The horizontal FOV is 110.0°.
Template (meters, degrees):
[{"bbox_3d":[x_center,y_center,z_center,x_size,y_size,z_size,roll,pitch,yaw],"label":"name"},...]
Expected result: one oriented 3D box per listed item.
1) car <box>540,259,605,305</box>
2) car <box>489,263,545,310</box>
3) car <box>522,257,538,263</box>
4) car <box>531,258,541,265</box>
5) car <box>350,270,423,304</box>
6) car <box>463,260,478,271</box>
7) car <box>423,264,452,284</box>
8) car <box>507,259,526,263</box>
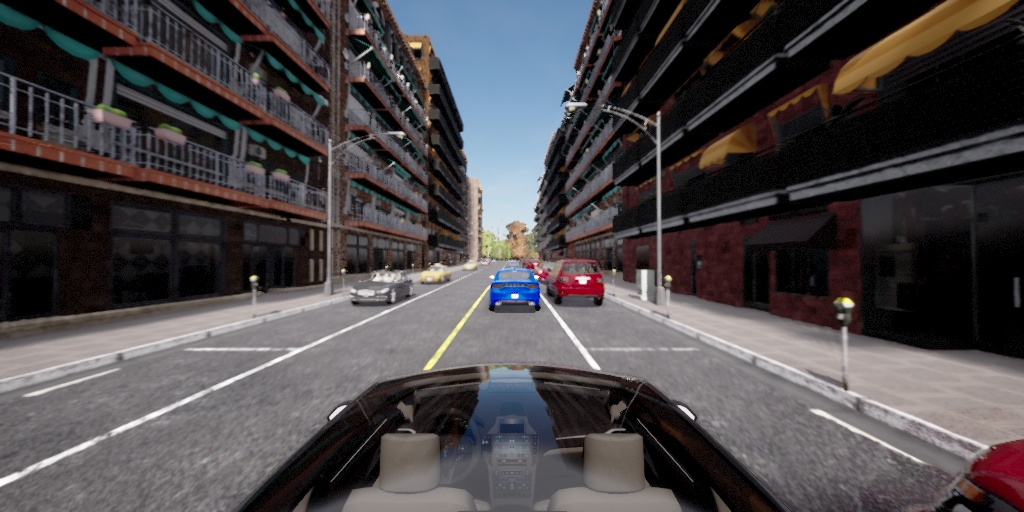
[{"bbox_3d":[2.696,1.071,16.071,2.192,1.841,5.009,0,0,0],"label":"car"},{"bbox_3d":[0.103,1.233,14.811,1.882,1.535,5.008,0,0,0],"label":"car"},{"bbox_3d":[2.705,1.088,43.911,2.192,1.841,5.009,0,0,0],"label":"car"},{"bbox_3d":[2.699,1.202,27.207,1.967,1.591,4.097,0,0,0],"label":"car"},{"bbox_3d":[-5.685,1.307,16.107,2.007,1.370,4.403,0,0,0],"label":"car"},{"bbox_3d":[-5.674,1.302,49.344,1.751,1.417,4.829,0,0,0],"label":"car"},{"bbox_3d":[-5.681,1.288,27.074,1.751,1.417,4.829,0,0,0],"label":"car"},{"bbox_3d":[0.112,1.317,38.316,2.033,1.411,5.357,0,0,0],"label":"car"}]
